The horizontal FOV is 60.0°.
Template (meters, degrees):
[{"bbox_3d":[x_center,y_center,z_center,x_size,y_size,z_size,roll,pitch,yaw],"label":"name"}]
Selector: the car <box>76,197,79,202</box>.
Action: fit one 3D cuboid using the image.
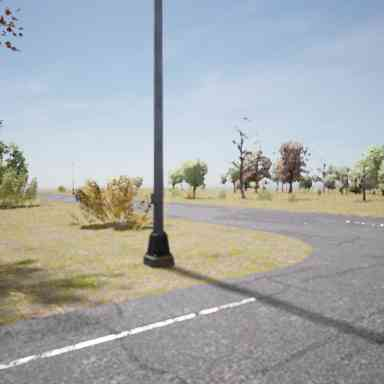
[{"bbox_3d":[-17.369,0.997,54.173,1.895,1.301,4.718,-1,1,-35],"label":"car"}]
